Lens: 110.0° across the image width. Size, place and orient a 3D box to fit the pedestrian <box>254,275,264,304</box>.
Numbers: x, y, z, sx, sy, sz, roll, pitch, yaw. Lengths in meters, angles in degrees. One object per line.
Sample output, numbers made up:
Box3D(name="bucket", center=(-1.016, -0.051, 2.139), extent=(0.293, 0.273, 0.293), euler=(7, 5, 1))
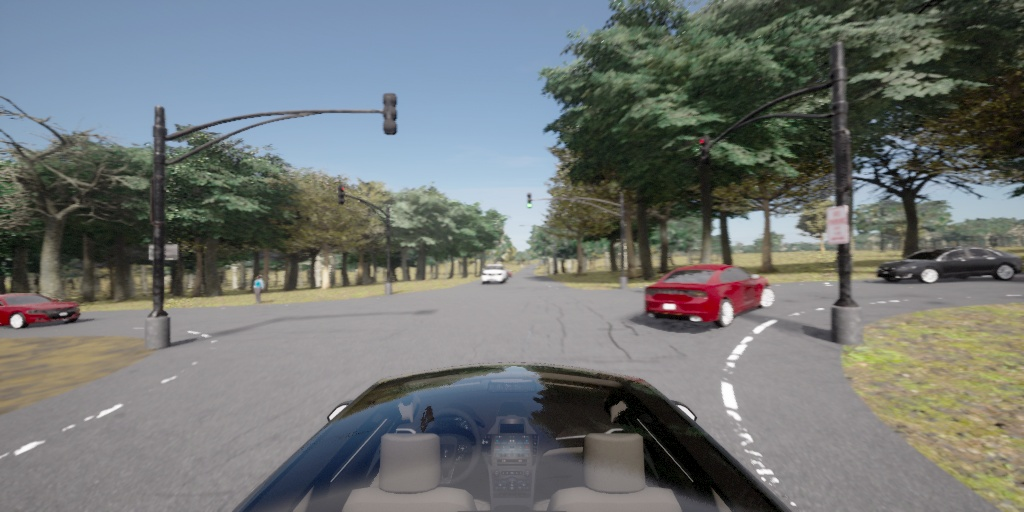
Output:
Box3D(name="pedestrian", center=(-16.651, 2.180, 23.517), extent=(0.375, 1.860, 0.375), euler=(-1, 1, 6))

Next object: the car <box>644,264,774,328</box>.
Box3D(name="car", center=(5.880, 0.982, 10.575), extent=(5.008, 1.535, 1.882), euler=(-4, 0, -39))

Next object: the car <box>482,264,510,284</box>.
Box3D(name="car", center=(-1.817, 1.885, 38.151), extent=(2.150, 2.045, 5.566), euler=(-1, -2, 4))

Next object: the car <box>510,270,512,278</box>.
Box3D(name="car", center=(-1.413, 2.524, 48.088), extent=(1.994, 1.385, 4.181), euler=(-1, -2, 3))

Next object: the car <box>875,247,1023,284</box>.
Box3D(name="car", center=(19.335, 0.389, 16.042), extent=(4.892, 1.490, 1.837), euler=(-3, -1, 6))

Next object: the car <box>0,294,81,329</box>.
Box3D(name="car", center=(-22.828, 2.484, 16.502), extent=(5.008, 1.535, 1.882), euler=(-3, -1, 6))
